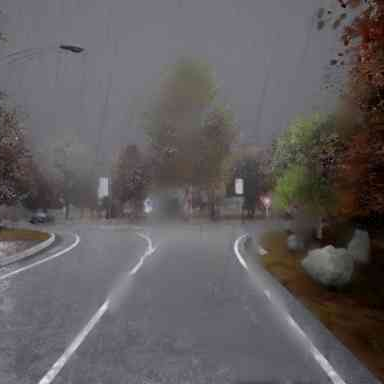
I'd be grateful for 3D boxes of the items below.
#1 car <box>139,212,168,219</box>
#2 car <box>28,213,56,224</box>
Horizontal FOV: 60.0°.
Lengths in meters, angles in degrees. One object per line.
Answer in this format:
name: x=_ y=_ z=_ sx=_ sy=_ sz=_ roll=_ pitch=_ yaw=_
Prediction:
car: x=-7.085 y=4.326 z=61.212 sx=5.357 sy=1.411 sz=2.033 roll=1 pitch=-4 yaw=-12
car: x=-19.576 y=3.456 z=43.681 sx=2.033 sy=1.411 sz=5.357 roll=0 pitch=-3 yaw=-5
